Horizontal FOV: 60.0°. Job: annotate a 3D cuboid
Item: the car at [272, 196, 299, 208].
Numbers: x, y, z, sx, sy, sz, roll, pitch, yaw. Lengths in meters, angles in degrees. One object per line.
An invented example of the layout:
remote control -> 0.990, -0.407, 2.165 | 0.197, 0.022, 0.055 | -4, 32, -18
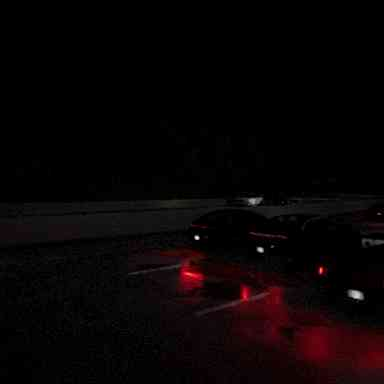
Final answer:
car -> 14.015, 1.426, 49.771 | 1.882, 1.535, 5.008 | 0, 1, 42

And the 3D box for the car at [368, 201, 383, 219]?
car -> 15.443, 1.425, 25.941 | 5.008, 1.535, 1.882 | 0, 0, -43

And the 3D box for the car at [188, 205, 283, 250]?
car -> 2.092, 1.497, 14.289 | 4.892, 1.490, 1.837 | 0, 0, -38

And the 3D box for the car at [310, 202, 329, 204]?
car -> 17.364, 1.158, 43.018 | 2.150, 2.045, 5.566 | 0, 0, 44

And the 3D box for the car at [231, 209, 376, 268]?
car -> 3.919, 1.478, 11.274 | 4.902, 1.511, 2.128 | 0, 0, -38

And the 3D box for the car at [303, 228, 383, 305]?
car -> 4.756, 1.585, 7.462 | 4.718, 1.301, 1.895 | 0, 0, -38

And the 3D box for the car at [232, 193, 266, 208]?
car -> 8.502, 1.188, 48.924 | 2.150, 2.045, 5.566 | 0, 0, 44
